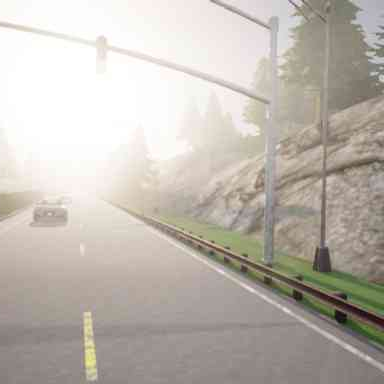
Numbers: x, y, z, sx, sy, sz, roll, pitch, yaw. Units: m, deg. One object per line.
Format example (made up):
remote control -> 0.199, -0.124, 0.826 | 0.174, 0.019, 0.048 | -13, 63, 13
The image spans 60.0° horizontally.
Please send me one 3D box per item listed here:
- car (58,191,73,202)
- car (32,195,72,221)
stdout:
car -> -17.805, 0.585, 46.784 | 1.812, 1.442, 4.674 | 1, 1, -19
car -> -9.275, 1.124, 22.056 | 1.994, 1.385, 4.181 | 1, 1, -19
